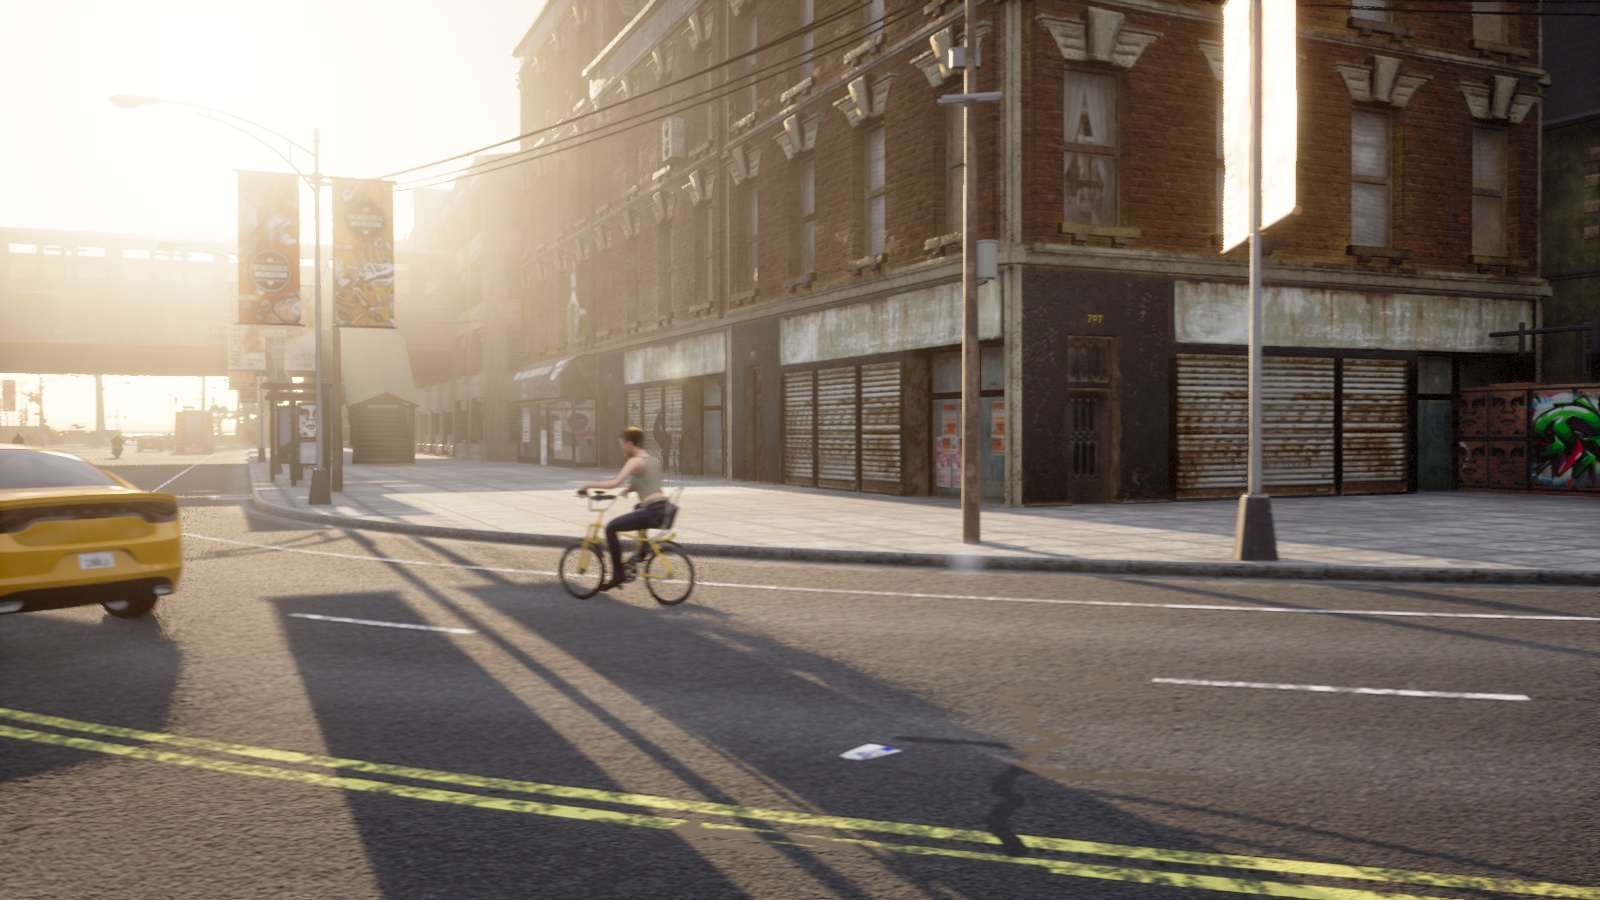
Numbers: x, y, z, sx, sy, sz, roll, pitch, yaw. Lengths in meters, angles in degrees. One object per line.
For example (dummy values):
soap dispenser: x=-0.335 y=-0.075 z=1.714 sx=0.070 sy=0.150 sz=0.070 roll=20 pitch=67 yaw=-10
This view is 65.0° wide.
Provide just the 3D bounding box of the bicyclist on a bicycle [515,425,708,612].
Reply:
bicyclist on a bicycle: x=-1.728 y=0.583 z=11.525 sx=1.509 sy=1.612 sz=0.866 roll=1 pitch=0 yaw=26

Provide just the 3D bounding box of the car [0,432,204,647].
car: x=-7.506 y=0.611 z=10.862 sx=5.008 sy=1.535 sz=1.882 roll=1 pitch=1 yaw=33
